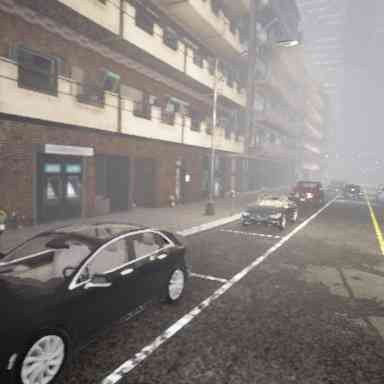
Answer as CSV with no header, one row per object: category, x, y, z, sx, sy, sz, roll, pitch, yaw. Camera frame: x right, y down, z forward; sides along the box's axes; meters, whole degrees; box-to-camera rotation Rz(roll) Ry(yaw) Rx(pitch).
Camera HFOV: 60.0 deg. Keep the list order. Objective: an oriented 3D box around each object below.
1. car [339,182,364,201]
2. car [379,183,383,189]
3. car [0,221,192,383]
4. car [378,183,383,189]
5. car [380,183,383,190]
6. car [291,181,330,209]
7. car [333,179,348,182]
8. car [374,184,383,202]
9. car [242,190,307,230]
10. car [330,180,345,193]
car,16.590,0.024,34.482,1.837,1.490,4.892,4,4,27
car,43.883,-1.363,75.826,1.887,1.381,4.507,3,4,27
car,-1.518,1.167,4.701,2.008,1.369,4.403,3,4,27
car,46.412,-1.546,80.821,1.947,1.339,4.313,3,4,27
car,41.354,-1.153,70.832,2.008,1.369,4.403,3,4,27
car,8.607,0.111,24.665,2.192,1.841,5.009,3,4,27
car,23.786,-1.117,54.630,2.192,1.841,5.009,3,4,27
car,19.527,0.230,33.474,1.812,1.442,4.674,4,4,27
car,3.541,0.757,14.689,2.008,1.369,4.403,3,4,27
car,21.249,-0.677,49.648,2.008,1.369,4.403,3,4,27
